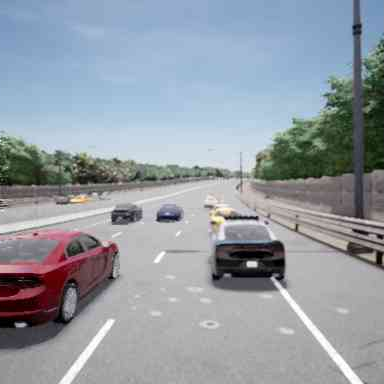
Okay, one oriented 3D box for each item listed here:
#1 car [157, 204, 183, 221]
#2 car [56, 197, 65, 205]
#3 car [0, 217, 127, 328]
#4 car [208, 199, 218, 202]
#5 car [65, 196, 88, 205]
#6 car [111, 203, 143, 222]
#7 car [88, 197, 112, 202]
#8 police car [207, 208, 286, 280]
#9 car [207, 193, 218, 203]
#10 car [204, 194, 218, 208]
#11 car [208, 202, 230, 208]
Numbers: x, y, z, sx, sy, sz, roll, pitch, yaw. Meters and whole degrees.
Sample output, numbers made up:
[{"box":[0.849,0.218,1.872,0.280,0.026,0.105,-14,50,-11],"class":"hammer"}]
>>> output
[{"box":[-1.898,1.755,29.536,1.994,1.385,4.181,0,0,4],"class":"car"},{"box":[-21.228,1.473,56.023,1.994,1.385,4.181,0,1,5],"class":"car"},{"box":[-3.047,1.581,7.394,1.882,1.535,5.008,-1,-1,2],"class":"car"},{"box":[2.350,1.623,26.295,1.801,1.575,5.366,0,0,3],"class":"car"},{"box":[-17.924,1.415,53.542,1.882,1.535,5.008,0,1,5],"class":"car"},{"box":[-5.482,1.734,28.411,1.837,1.490,4.892,-1,1,3],"class":"car"},{"box":[-14.426,1.508,53.497,1.895,1.301,4.718,0,1,5],"class":"car"},{"box":[1.531,1.527,10.423,1.930,1.638,5.238,0,-1,3],"class":"police car"},{"box":[3.727,1.061,60.282,1.882,1.535,5.008,0,1,5],"class":"car"},{"box":[2.762,1.416,47.548,1.812,1.442,4.674,0,1,5],"class":"car"},{"box":[2.019,1.626,20.375,1.801,1.575,5.366,0,0,3],"class":"car"}]
